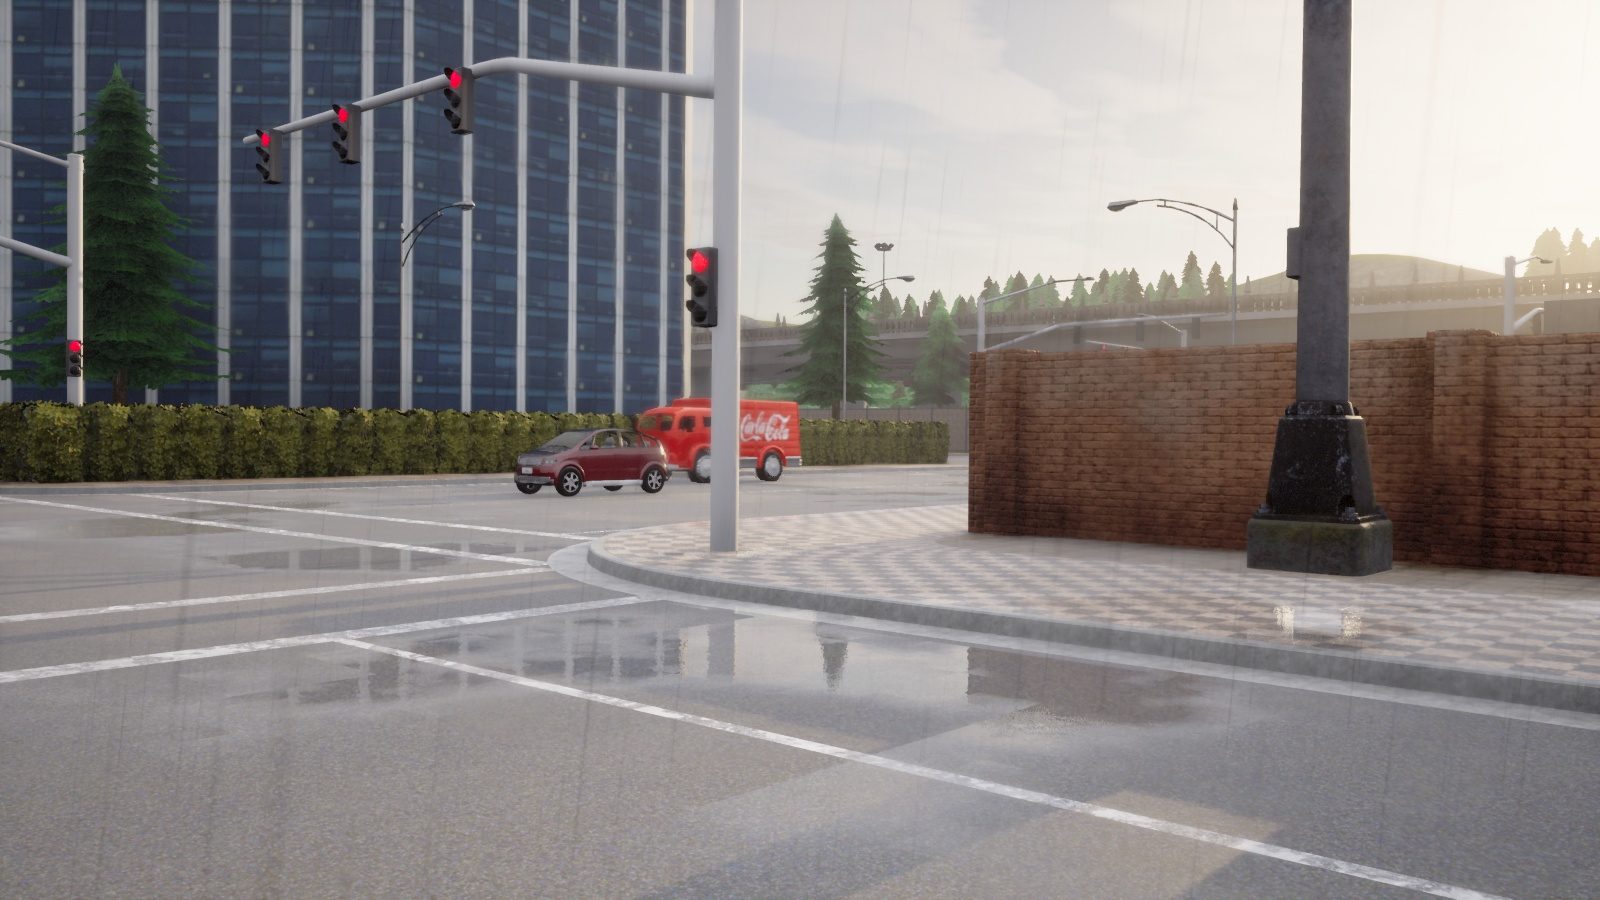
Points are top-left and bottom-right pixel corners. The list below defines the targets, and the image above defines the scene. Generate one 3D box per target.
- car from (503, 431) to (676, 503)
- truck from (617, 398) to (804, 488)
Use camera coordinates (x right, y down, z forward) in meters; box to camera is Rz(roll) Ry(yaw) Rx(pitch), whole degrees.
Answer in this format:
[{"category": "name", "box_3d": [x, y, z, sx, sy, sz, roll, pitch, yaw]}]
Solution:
[{"category": "car", "box_3d": [-4.882, 0.352, 29.483, 1.789, 1.549, 3.705, 0, 1, 41]}, {"category": "truck", "box_3d": [-2.576, -0.243, 37.443, 2.627, 2.467, 5.204, 0, 1, 41]}]
